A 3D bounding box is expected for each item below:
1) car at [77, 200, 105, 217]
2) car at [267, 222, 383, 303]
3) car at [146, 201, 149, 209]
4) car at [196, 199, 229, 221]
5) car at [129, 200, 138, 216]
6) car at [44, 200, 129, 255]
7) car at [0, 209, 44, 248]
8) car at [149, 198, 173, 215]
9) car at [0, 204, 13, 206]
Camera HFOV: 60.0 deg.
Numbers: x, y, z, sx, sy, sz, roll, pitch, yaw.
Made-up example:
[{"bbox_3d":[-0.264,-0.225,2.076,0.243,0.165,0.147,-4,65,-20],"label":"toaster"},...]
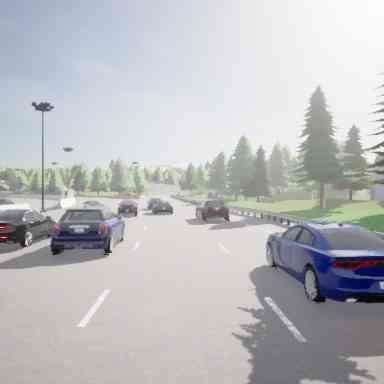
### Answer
[{"bbox_3d":[-9.826,1.547,32.689,2.033,1.411,5.357,0,0,-10],"label":"car"},{"bbox_3d":[3.300,1.477,8.289,1.882,1.535,5.008,0,0,-3],"label":"car"},{"bbox_3d":[-4.806,1.505,43.474,1.837,1.490,4.892,0,0,-12],"label":"car"},{"bbox_3d":[1.581,1.352,27.256,2.097,1.767,4.553,0,0,-7],"label":"car"},{"bbox_3d":[-6.289,1.526,32.582,1.812,1.442,4.674,0,0,-9],"label":"car"},{"bbox_3d":[-4.035,1.352,13.582,2.097,1.767,4.553,0,0,-4],"label":"car"},{"bbox_3d":[-7.620,1.505,14.762,1.837,1.490,4.892,0,0,-4],"label":"car"},{"bbox_3d":[-3.120,1.564,34.723,1.994,1.385,4.181,0,0,-10],"label":"car"},{"bbox_3d":[-21.542,1.506,37.442,1.837,1.490,4.892,0,0,-11],"label":"car"}]
